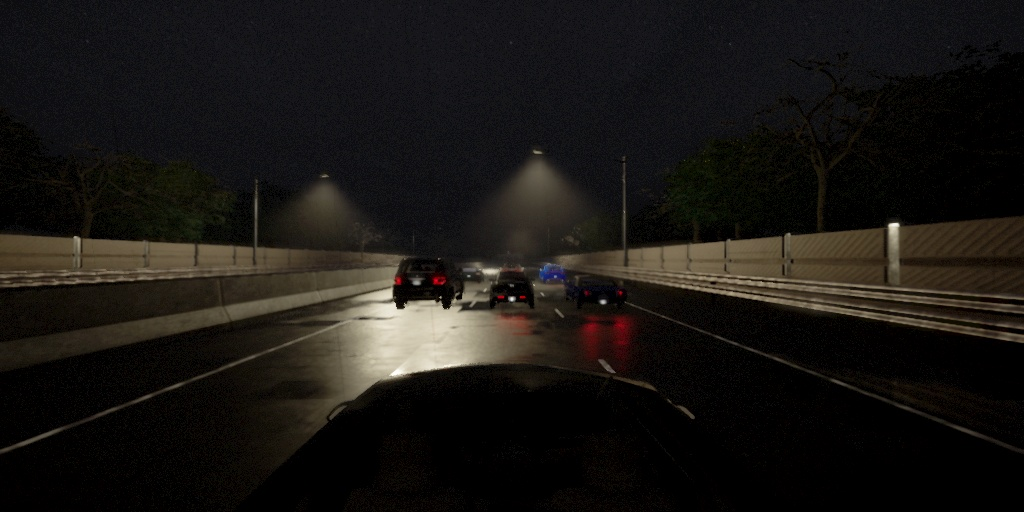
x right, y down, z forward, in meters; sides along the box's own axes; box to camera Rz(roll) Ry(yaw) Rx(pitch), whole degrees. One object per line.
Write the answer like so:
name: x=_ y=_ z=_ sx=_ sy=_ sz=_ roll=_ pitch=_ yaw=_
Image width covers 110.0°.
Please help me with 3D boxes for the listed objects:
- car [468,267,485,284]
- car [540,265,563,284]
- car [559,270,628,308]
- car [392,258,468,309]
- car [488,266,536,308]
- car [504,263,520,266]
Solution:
car: x=-3.505 y=1.628 z=31.136 sx=1.994 sy=1.385 sz=4.181 roll=0 pitch=-1 yaw=0
car: x=3.497 y=1.544 z=31.332 sx=1.882 sy=1.535 sz=5.008 roll=0 pitch=0 yaw=0
car: x=3.498 y=1.492 z=15.947 sx=1.895 sy=1.301 sz=4.718 roll=0 pitch=-1 yaw=0
car: x=-3.502 y=1.107 z=15.873 sx=2.150 sy=2.045 sz=5.566 roll=0 pitch=0 yaw=0
car: x=0.000 y=1.402 z=16.151 sx=1.837 sy=1.490 sz=4.892 roll=0 pitch=0 yaw=0
car: x=-0.005 y=1.412 z=30.919 sx=2.097 sy=1.767 sz=4.553 roll=0 pitch=-1 yaw=0
